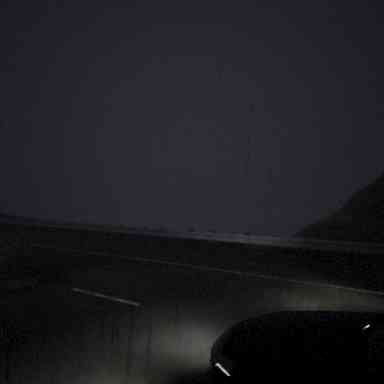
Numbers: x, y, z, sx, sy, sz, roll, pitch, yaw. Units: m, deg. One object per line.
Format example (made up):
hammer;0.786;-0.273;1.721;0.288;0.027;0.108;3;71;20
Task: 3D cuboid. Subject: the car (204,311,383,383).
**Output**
car;2.274;1.516;2.274;4.674;1.442;1.812;-1;0;35
